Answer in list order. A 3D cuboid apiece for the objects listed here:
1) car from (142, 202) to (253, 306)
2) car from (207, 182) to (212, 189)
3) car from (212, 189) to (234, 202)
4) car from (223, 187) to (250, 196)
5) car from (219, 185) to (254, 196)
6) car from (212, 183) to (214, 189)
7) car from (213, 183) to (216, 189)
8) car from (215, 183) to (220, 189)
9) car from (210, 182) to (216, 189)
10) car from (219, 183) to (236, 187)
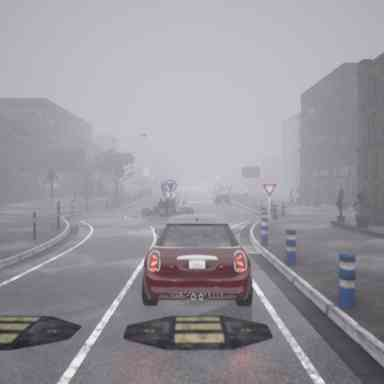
[{"bbox_3d":[0.120,1.308,8.115,2.097,1.767,4.553,0,0,1],"label":"car"},{"bbox_3d":[7.622,-1.520,90.493,5.566,2.045,2.435,0,2,-1],"label":"car"},{"bbox_3d":[3.750,0.733,42.445,1.837,1.490,4.892,0,2,-1],"label":"car"},{"bbox_3d":[8.063,-0.077,60.210,4.674,1.452,2.002,0,2,-1],"label":"car"},{"bbox_3d":[7.911,0.006,57.451,5.366,1.575,1.946,0,3,-1],"label":"car"},{"bbox_3d":[7.844,-0.798,76.728,4.892,1.521,2.231,0,2,-1],"label":"car"},{"bbox_3d":[7.880,-0.694,73.974,4.892,1.521,2.231,0,2,-1],"label":"car"},{"bbox_3d":[8.015,-0.610,65.703,5.566,2.045,2.435,0,2,-1],"label":"car"},{"bbox_3d":[7.768,-0.998,82.236,5.008,1.535,2.097,0,2,-1],"label":"car"},{"bbox_3d":[7.991,-0.365,62.955,4.553,1.767,2.185,0,2,-1],"label":"car"}]
